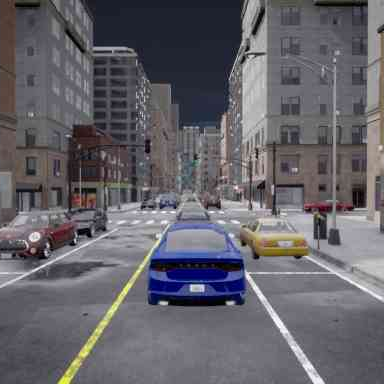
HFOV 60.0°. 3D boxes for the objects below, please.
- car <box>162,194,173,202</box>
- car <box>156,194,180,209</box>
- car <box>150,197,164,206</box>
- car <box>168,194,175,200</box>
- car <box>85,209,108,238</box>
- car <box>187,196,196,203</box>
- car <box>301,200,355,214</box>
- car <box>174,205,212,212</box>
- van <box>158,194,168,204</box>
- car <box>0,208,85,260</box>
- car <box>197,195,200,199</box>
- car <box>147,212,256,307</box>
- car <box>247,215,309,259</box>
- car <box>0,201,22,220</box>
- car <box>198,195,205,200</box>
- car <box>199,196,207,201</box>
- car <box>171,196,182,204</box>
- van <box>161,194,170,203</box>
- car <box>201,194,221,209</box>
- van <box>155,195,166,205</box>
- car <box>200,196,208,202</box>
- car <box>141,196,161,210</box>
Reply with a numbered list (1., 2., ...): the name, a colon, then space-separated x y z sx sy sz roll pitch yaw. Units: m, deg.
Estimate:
1. car: -5.795 1.380 78.076 2.192 1.841 5.009 -1 0 0
2. car: -3.163 1.258 45.417 2.150 2.045 5.566 0 0 0
3. car: -5.760 1.573 55.562 1.752 1.417 4.829 -1 0 0
4. car: -5.818 1.513 94.832 1.967 1.590 4.097 -1 0 0
5. car: -5.703 1.571 17.687 1.947 1.339 4.313 -1 0 0
6. car: -0.110 1.579 74.002 2.128 1.511 4.902 0 0 0
7. car: 13.311 1.458 32.830 4.718 1.301 1.895 -1 1 -1
8. car: 0.074 1.606 17.557 1.895 1.301 4.718 0 0 0
9. van: -5.779 1.398 66.904 1.690 1.788 3.998 -1 0 0
10. car: -5.696 1.442 12.190 1.967 1.590 4.097 -1 0 0
11. car: 2.752 1.372 66.916 2.192 1.841 5.009 -1 0 0
12. car: 0.085 1.478 8.109 1.882 1.535 5.008 0 0 0
13. car: 2.830 1.527 12.374 1.752 1.417 4.829 -1 0 0
14. car: -18.071 1.664 29.470 5.008 1.535 1.882 -1 1 -1
15. car: 2.721 1.624 94.845 2.008 1.369 4.403 -1 0 0
16. car: 2.734 1.634 83.673 1.947 1.339 4.313 -1 0 0
17. car: -3.117 1.606 67.876 2.033 1.411 5.357 0 0 0
18. van: -5.787 1.402 72.490 1.690 1.788 3.998 -1 0 0
19. car: 2.780 1.351 44.572 2.192 1.841 5.009 -1 0 0
20. van: -5.770 1.394 61.318 1.690 1.788 3.998 -1 0 0
21. car: 2.740 1.590 78.258 1.752 1.417 4.829 -1 0 0
22. car: -5.743 1.601 44.560 1.947 1.339 4.313 -1 0 0
